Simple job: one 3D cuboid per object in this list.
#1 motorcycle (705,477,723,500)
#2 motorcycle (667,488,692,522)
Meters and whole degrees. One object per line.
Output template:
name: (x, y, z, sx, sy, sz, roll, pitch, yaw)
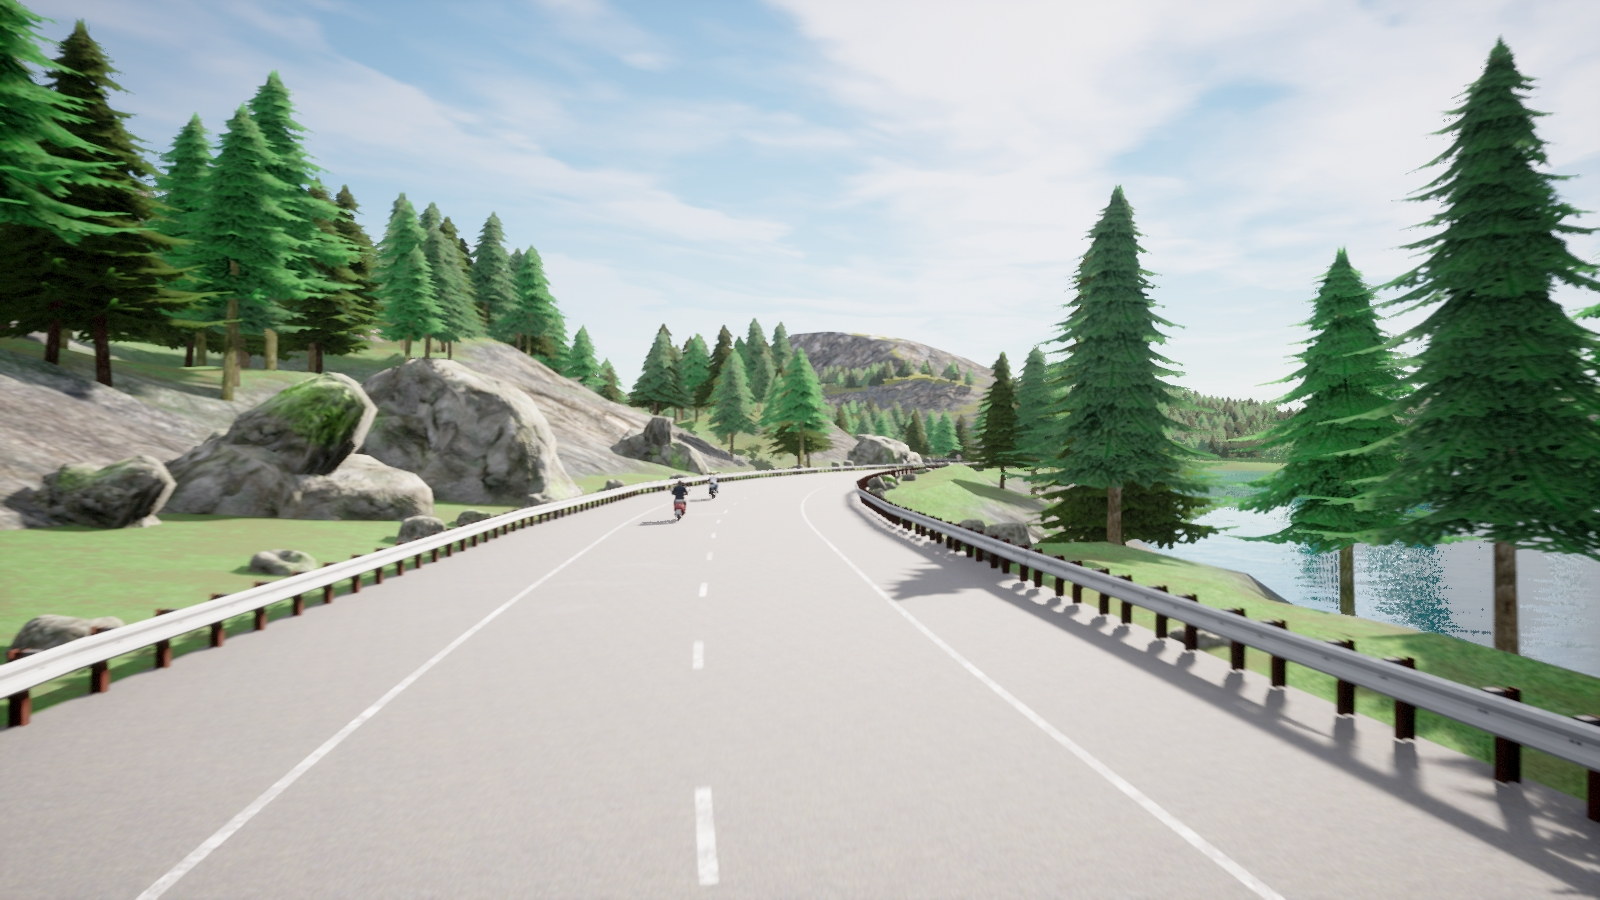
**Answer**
motorcycle: (-4.903, 2.173, 65.082, 0.803, 1.217, 2.033, 0, 0, 2)
motorcycle: (-4.791, 2.177, 45.527, 0.856, 1.236, 1.805, 0, 1, -2)
